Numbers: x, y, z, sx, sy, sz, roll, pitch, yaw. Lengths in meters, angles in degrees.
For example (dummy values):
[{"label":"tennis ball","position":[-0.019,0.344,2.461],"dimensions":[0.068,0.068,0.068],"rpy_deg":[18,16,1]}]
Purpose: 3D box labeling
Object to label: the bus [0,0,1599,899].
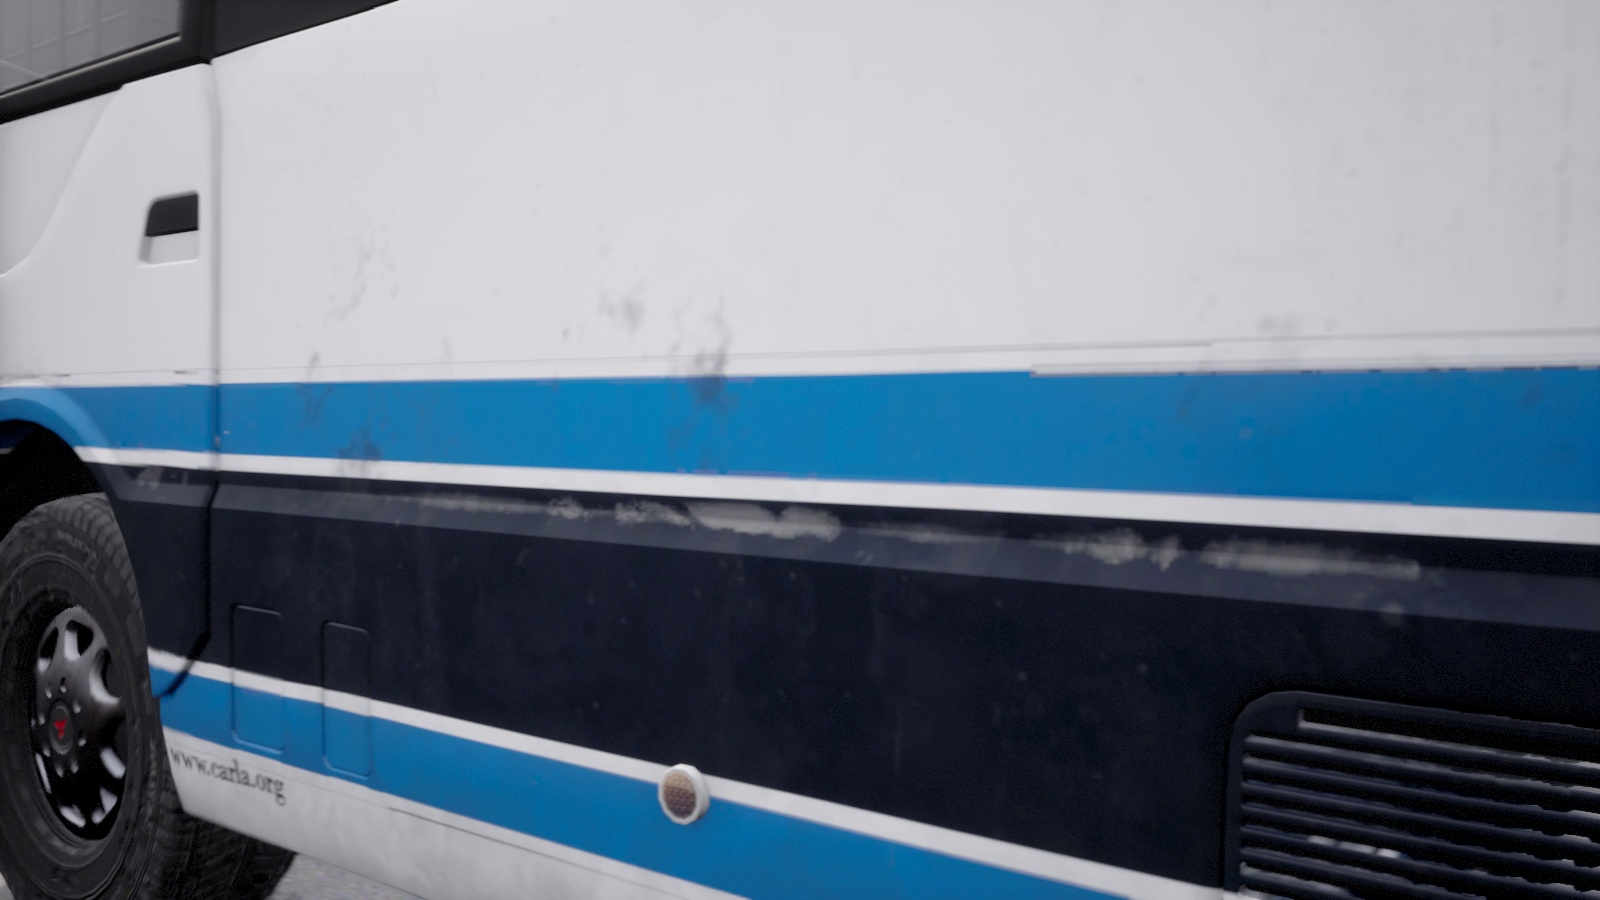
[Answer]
[{"label":"bus","position":[1.331,-0.713,2.842],"dimensions":[10.273,4.253,3.944],"rpy_deg":[0,1,36]}]
